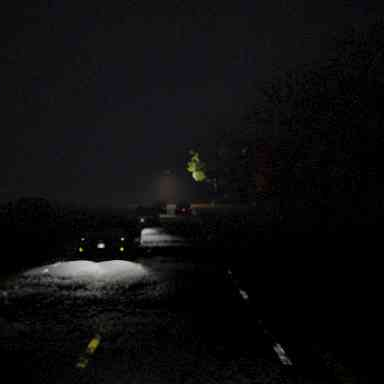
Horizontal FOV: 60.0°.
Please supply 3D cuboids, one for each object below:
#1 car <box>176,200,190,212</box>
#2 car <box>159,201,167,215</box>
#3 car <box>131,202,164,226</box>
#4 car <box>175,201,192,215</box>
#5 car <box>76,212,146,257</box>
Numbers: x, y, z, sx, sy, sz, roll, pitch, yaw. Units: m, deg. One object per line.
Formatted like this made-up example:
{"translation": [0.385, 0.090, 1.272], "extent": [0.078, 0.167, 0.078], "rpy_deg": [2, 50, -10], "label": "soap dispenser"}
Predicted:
{"translation": [-1.326, 1.999, 48.684], "extent": [1.882, 1.535, 5.008], "rpy_deg": [0, -1, -2], "label": "car"}
{"translation": [-4.042, 1.920, 40.822], "extent": [1.882, 1.535, 5.008], "rpy_deg": [0, 0, -2], "label": "car"}
{"translation": [-3.577, 1.779, 26.052], "extent": [2.128, 1.511, 4.902], "rpy_deg": [0, -1, -1], "label": "car"}
{"translation": [-1.029, 1.986, 39.169], "extent": [1.994, 1.385, 4.181], "rpy_deg": [0, -1, -3], "label": "car"}
{"translation": [-3.216, 1.718, 13.608], "extent": [1.994, 1.385, 4.181], "rpy_deg": [0, -1, -1], "label": "car"}
